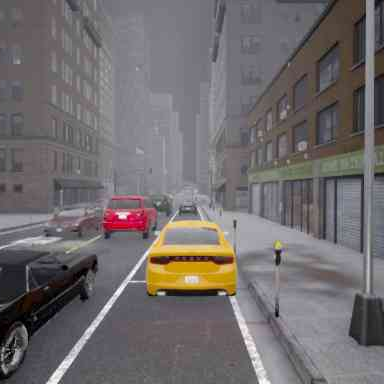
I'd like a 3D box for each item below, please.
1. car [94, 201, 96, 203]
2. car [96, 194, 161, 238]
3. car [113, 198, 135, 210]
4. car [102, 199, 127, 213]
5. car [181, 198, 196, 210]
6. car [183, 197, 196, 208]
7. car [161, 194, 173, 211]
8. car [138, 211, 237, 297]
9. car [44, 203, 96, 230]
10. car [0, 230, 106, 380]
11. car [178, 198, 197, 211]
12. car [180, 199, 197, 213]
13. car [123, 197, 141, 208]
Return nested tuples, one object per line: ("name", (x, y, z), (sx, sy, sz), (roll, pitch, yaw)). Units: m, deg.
("car", (-8.920, 1.440, 33.084), (1.967, 1.590, 4.097), (-1, 0, 0))
("car", (-3.148, 1.220, 17.808), (2.150, 2.045, 5.566), (0, 0, 0))
("car", (-8.918, 1.554, 44.095), (2.008, 1.369, 4.403), (-1, 0, 0))
("car", (-8.918, 1.567, 38.589), (1.947, 1.339, 4.313), (-1, 0, 0))
("car", (-0.393, 1.548, 44.094), (1.887, 1.381, 4.507), (-1, 0, 0))
("car", (-0.394, 1.550, 49.600), (1.887, 1.381, 4.507), (-1, 0, 0))
("car", (-3.052, 1.221, 32.045), (2.150, 2.045, 5.566), (0, 0, 0))
("car", (-0.005, 1.476, 8.651), (1.882, 1.535, 5.008), (0, 0, 0))
("car", (-6.246, 1.523, 17.933), (1.812, 1.442, 4.674), (0, 0, 0))
("car", (-3.046, 1.599, 5.434), (1.895, 1.301, 4.718), (0, 0, 1))
("car", (-0.393, 1.565, 33.084), (1.947, 1.339, 4.313), (-1, 0, 0))
("car", (-0.393, 1.546, 38.589), (1.887, 1.381, 4.507), (-1, 0, 0))
("car", (-8.918, 1.550, 49.600), (1.887, 1.381, 4.507), (-1, 0, 0))
